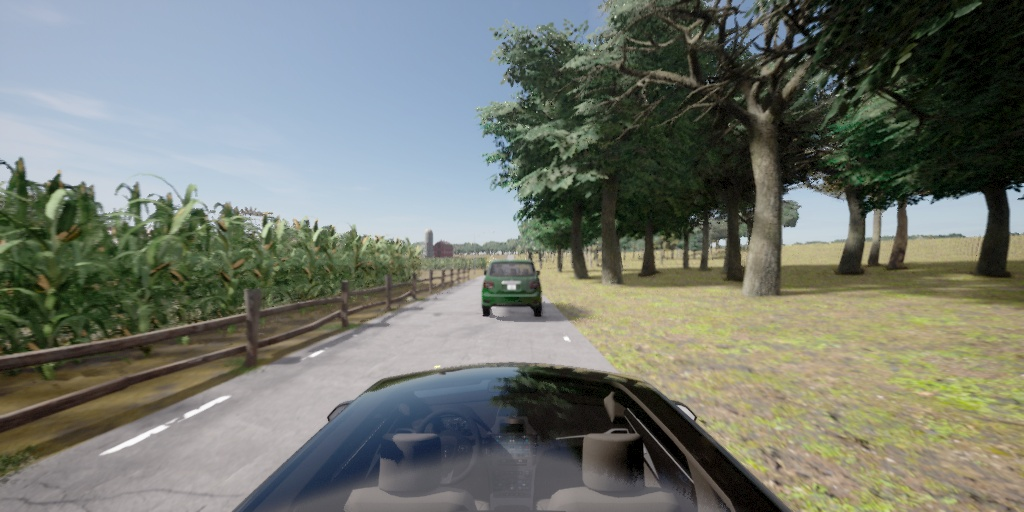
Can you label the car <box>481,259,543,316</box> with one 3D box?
[{"bbox_3d":[0.006,1.152,14.484,2.150,2.045,5.566,0,-1,0],"label":"car"}]
